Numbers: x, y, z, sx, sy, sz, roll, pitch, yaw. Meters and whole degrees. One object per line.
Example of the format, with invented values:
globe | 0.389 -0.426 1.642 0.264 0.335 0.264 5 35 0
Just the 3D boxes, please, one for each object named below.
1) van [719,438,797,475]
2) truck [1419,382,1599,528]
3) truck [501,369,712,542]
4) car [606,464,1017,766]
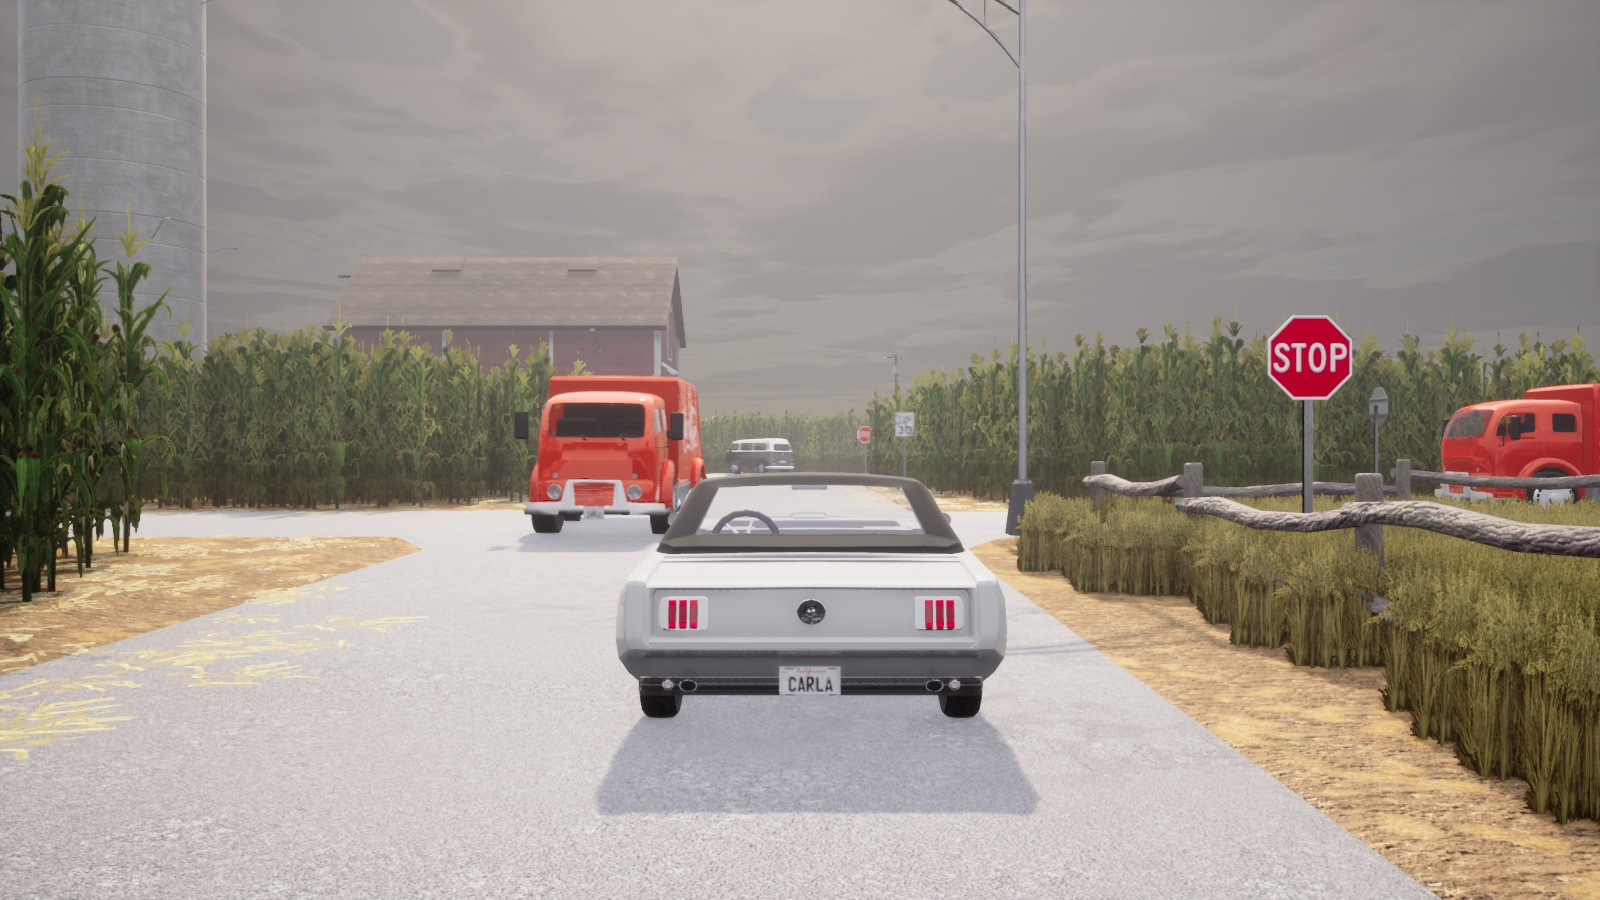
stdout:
van | -2.396 0.382 70.972 2.069 2.038 4.480 1 -1 -40
truck | 14.397 0.101 22.593 5.204 2.467 2.627 1 0 0
truck | -2.967 0.030 20.646 2.627 2.467 5.204 1 1 0
car | 0.061 0.786 8.142 1.895 1.301 4.718 0 1 0
